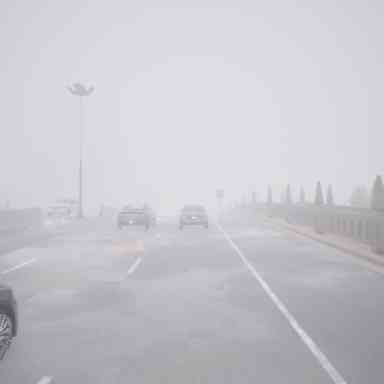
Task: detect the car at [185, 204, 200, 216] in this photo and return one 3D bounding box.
[{"bbox_3d":[0.118,2.377,42.723,1.812,1.442,4.674,0,-5,0],"label":"car"}]

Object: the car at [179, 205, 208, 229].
[{"bbox_3d":[0.108,1.553,21.865,2.033,1.411,5.357,0,0,0],"label":"car"}]

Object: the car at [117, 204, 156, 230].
[{"bbox_3d":[-3.392,1.496,20.969,2.128,1.511,4.902,0,0,0],"label":"car"}]

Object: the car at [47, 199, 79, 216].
[{"bbox_3d":[-13.985,1.739,36.922,2.150,2.045,5.566,0,-3,0],"label":"car"}]

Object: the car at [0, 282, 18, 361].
[{"bbox_3d":[-3.398,1.492,2.819,2.128,1.511,4.902,0,0,0],"label":"car"}]
